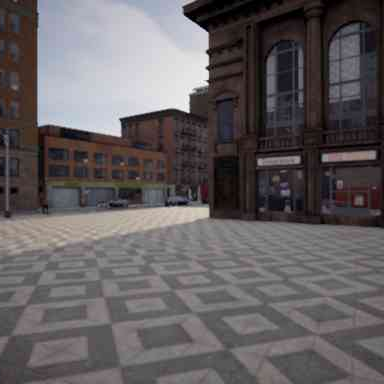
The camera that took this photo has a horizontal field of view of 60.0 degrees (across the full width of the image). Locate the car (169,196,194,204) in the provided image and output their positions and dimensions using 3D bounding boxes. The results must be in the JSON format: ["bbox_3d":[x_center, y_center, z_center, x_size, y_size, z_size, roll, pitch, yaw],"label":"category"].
[{"bbox_3d":[-1.771,1.311,58.211,1.895,1.301,4.718,0,0,36],"label":"car"}]

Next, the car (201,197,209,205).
[{"bbox_3d":[3.605,1.591,60.536,1.837,1.490,4.892,0,0,36],"label":"car"}]

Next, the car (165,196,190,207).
[{"bbox_3d":[-2.215,1.450,52.381,2.097,1.767,4.553,0,0,36],"label":"car"}]

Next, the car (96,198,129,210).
[{"bbox_3d":[-10.848,1.610,45.775,2.128,1.511,4.902,0,0,36],"label":"car"}]

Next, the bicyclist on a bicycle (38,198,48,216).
[{"bbox_3d":[-13.853,1.419,30.962,1.656,1.620,0.582,-1,0,36],"label":"bicyclist on a bicycle"}]
